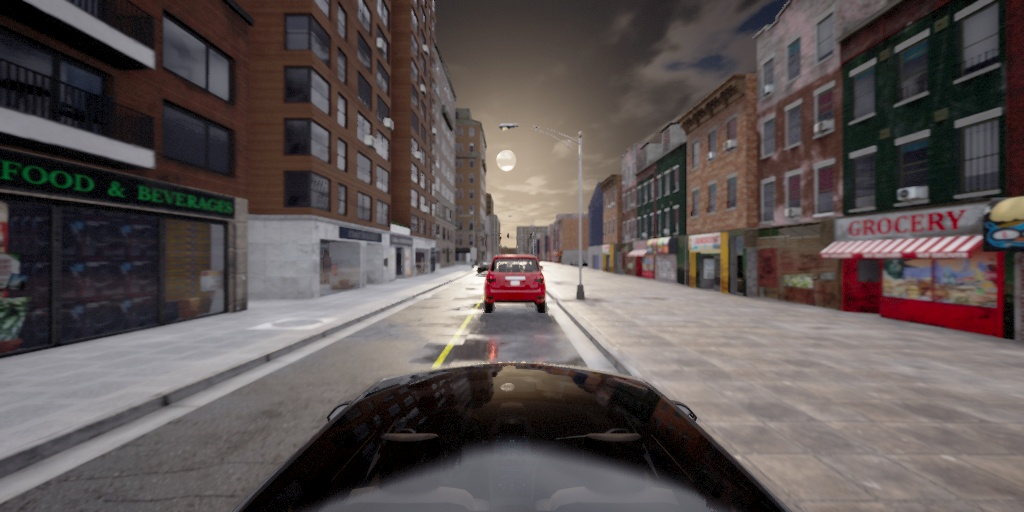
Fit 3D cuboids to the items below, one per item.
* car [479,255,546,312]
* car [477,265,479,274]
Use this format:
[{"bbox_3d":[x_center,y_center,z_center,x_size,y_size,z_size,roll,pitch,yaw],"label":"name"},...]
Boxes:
[{"bbox_3d":[0.103,0.968,14.323,2.150,2.045,5.566,0,0,0],"label":"car"},{"bbox_3d":[-2.820,1.340,39.973,1.895,1.301,4.718,0,0,0],"label":"car"}]
